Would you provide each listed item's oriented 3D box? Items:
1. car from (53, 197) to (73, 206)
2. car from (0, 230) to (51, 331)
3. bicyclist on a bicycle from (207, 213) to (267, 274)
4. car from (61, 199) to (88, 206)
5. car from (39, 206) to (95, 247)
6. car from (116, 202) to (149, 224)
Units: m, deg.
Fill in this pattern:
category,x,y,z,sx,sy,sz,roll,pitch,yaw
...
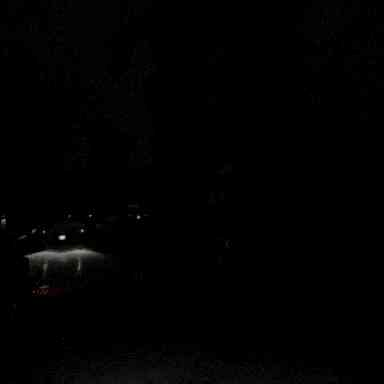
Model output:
category,x,y,z,sx,sy,sz,roll,pitch,yaw
car,-17.292,1.420,45.150,2.128,1.511,4.902,0,0,-42
car,-3.846,1.541,4.072,2.033,1.411,5.357,0,0,-2
bicyclist on a bicycle,1.225,1.398,8.944,1.656,1.620,0.582,0,0,-7
car,-8.521,1.508,24.922,2.033,1.411,5.357,0,0,-22
car,-5.338,1.541,14.558,1.994,1.385,4.181,0,0,-12
car,-4.409,1.487,24.502,1.812,1.442,4.674,0,0,-20
